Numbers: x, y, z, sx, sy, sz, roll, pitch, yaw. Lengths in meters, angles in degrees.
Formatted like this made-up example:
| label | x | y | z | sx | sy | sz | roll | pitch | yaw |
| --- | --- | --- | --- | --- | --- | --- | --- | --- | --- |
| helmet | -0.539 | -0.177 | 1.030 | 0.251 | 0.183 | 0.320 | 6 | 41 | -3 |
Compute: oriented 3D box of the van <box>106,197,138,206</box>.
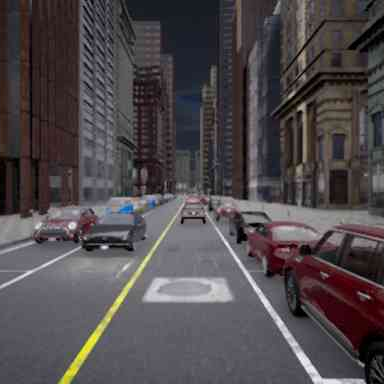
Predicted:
| label | x | y | z | sx | sy | sz | roll | pitch | yaw |
| --- | --- | --- | --- | --- | --- | --- | --- | --- | --- |
| van | -5.770 | 1.325 | 27.002 | 1.690 | 1.788 | 3.998 | 0 | 0 | 0 |

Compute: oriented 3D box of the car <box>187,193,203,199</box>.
| label | x | y | z | sx | sy | sz | roll | pitch | yaw |
| --- | --- | --- | --- | --- | --- | --- | --- | --- | --- |
| car | 0.095 | 1.329 | 45.268 | 2.097 | 1.767 | 4.553 | 0 | 0 | 0 |

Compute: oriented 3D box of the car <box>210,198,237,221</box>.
| label | x | y | z | sx | sy | sz | roll | pitch | yaw |
| --- | --- | --- | --- | --- | --- | --- | --- | --- | --- |
| car | 2.756 | 1.423 | 27.010 | 1.967 | 1.590 | 4.097 | 0 | 0 | 0 |

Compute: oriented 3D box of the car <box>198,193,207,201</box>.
| label | x | y | z | sx | sy | sz | roll | pitch | yaw |
| --- | --- | --- | --- | --- | --- | --- | --- | --- | --- |
| car | 2.747 | 1.294 | 89.010 | 2.192 | 1.841 | 5.009 | 0 | 0 | 0 |

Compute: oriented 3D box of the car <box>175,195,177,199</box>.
| label | x | y | z | sx | sy | sz | roll | pitch | yaw |
| --- | --- | --- | --- | --- | --- | --- | --- | --- | --- |
| car | -5.776 | 1.505 | 88.835 | 1.752 | 1.417 | 4.829 | 0 | 0 | 0 |

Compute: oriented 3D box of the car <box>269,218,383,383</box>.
| label | x | y | z | sx | sy | sz | roll | pitch | yaw |
| --- | --- | --- | --- | --- | --- | --- | --- | --- | --- |
| car | 2.758 | 1.312 | 4.466 | 2.192 | 1.841 | 5.009 | 0 | 0 | 0 |

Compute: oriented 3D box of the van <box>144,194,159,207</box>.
| label | x | y | z | sx | sy | sz | roll | pitch | yaw |
| --- | --- | --- | --- | --- | --- | --- | --- | --- | --- |
| van | -5.772 | 1.319 | 43.912 | 1.690 | 1.788 | 3.998 | 0 | 0 | 0 |

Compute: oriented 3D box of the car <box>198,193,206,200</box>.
| label | x | y | z | sx | sy | sz | roll | pitch | yaw |
| --- | --- | --- | --- | --- | --- | --- | --- | --- | --- |
| car | 2.747 | 1.297 | 94.646 | 2.192 | 1.841 | 5.009 | 0 | 0 | 0 |

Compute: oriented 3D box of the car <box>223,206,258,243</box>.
| label | x | y | z | sx | sy | sz | roll | pitch | yaw |
| --- | --- | --- | --- | --- | --- | --- | --- | --- | --- |
| car | 2.758 | 1.556 | 15.739 | 1.947 | 1.339 | 4.313 | 0 | 0 | 0 |

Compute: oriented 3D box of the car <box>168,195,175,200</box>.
| label | x | y | z | sx | sy | sz | roll | pitch | yaw |
| --- | --- | --- | --- | --- | --- | --- | --- | --- | --- |
| car | -5.777 | 1.565 | 94.642 | 1.802 | 1.307 | 4.206 | 0 | 0 | 0 |

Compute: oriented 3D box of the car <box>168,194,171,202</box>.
| label | x | y | z | sx | sy | sz | roll | pitch | yaw |
| --- | --- | --- | --- | --- | --- | --- | --- | --- | --- |
| car | -5.773 | 1.540 | 66.459 | 1.947 | 1.339 | 4.313 | 0 | 0 | 0 |

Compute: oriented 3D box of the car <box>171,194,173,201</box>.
| label | x | y | z | sx | sy | sz | roll | pitch | yaw |
| --- | --- | --- | --- | --- | --- | --- | --- | --- | --- |
| car | -5.774 | 1.525 | 72.095 | 2.008 | 1.369 | 4.403 | 0 | 0 | 0 |

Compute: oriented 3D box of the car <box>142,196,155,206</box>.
| label | x | y | z | sx | sy | sz | roll | pitch | yaw |
| --- | --- | --- | --- | --- | --- | --- | --- | --- | --- |
| car | -5.770 | 1.530 | 38.275 | 2.008 | 1.369 | 4.403 | 0 | 0 | 0 |

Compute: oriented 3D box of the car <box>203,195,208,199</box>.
| label | x | y | z | sx | sy | sz | roll | pitch | yaw |
| --- | --- | --- | --- | --- | --- | --- | --- | --- | --- |
| car | 2.753 | 1.557 | 55.193 | 1.802 | 1.307 | 4.206 | 0 | 0 | 0 |

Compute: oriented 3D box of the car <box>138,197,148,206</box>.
| label | x | y | z | sx | sy | sz | roll | pitch | yaw |
| --- | --- | --- | --- | --- | --- | --- | --- | --- | --- |
| car | -5.770 | 1.507 | 32.469 | 1.752 | 1.417 | 4.829 | 0 | 0 | 0 |

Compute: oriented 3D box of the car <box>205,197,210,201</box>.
| label | x | y | z | sx | sy | sz | roll | pitch | yaw |
| --- | --- | --- | --- | --- | --- | --- | --- | --- | --- |
| car | 2.755 | 1.544 | 38.283 | 1.947 | 1.339 | 4.313 | 0 | 0 | 0 |

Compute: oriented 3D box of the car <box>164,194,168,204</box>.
| label | x | y | z | sx | sy | sz | roll | pitch | yaw |
| --- | --- | --- | --- | --- | --- | --- | --- | --- | --- |
| car | -5.773 | 1.291 | 55.186 | 2.192 | 1.841 | 5.009 | 0 | 0 | 0 |

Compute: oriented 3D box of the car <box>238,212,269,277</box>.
| label | x | y | z | sx | sy | sz | roll | pitch | yaw |
| --- | --- | --- | --- | --- | --- | --- | --- | --- | --- |
| car | 2.758 | 1.538 | 10.103 | 1.887 | 1.381 | 4.507 | 0 | 0 | 0 |

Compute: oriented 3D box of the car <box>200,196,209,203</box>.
| label | x | y | z | sx | sy | sz | roll | pitch | yaw |
| --- | --- | --- | --- | --- | --- | --- | --- | --- | --- |
| car | 2.751 | 1.556 | 72.102 | 1.802 | 1.307 | 4.206 | 0 | 0 | 0 |

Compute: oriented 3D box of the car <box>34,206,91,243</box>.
| label | x | y | z | sx | sy | sz | roll | pitch | yaw |
| --- | --- | --- | --- | --- | --- | --- | --- | --- | --- |
| car | -5.768 | 1.431 | 15.729 | 1.967 | 1.590 | 4.097 | 0 | 0 | 0 |

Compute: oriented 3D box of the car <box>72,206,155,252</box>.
| label | x | y | z | sx | sy | sz | roll | pitch | yaw |
| --- | --- | --- | --- | --- | --- | --- | --- | --- | --- |
| car | -3.025 | 1.539 | 14.197 | 2.033 | 1.411 | 5.357 | 0 | 0 | 0 |

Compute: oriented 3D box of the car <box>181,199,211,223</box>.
| label | x | y | z | sx | sy | sz | roll | pitch | yaw |
| --- | --- | --- | --- | --- | --- | --- | --- | --- | --- |
| car | 0.095 | 1.531 | 25.653 | 2.033 | 1.411 | 5.357 | 0 | 0 | 0 |

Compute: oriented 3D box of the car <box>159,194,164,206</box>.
| label | x | y | z | sx | sy | sz | roll | pitch | yaw |
| --- | --- | --- | --- | --- | --- | --- | --- | --- | --- |
| car | -5.772 | 1.417 | 49.548 | 1.967 | 1.590 | 4.097 | 0 | 0 | 0 |
